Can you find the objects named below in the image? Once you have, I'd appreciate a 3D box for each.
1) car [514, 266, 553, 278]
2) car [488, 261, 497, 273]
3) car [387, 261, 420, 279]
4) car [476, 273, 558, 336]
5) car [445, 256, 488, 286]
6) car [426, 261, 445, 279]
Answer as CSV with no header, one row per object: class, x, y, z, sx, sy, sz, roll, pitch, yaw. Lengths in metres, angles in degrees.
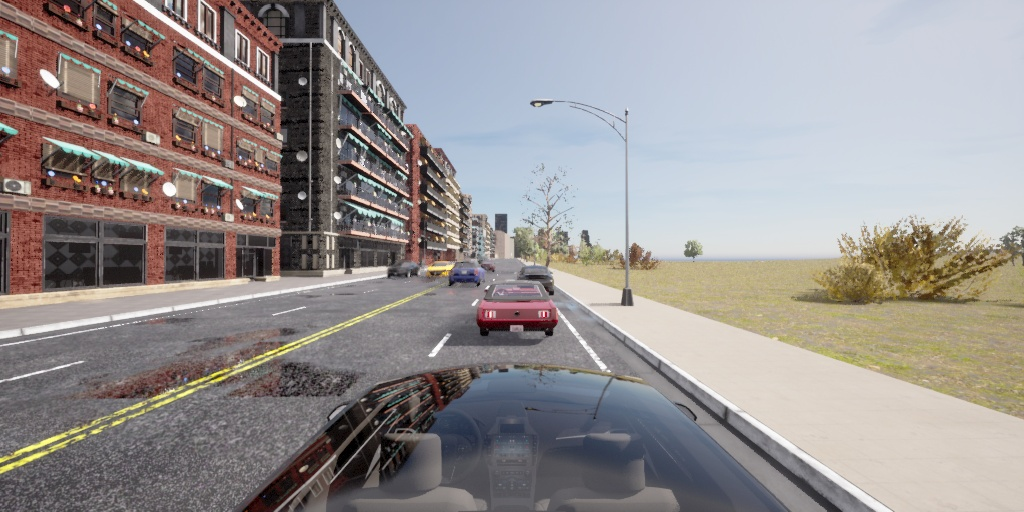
car,1.198,1.257,19.537,1.837,1.490,4.892,0,0,0
car,-3.001,1.277,44.438,1.812,1.442,4.674,0,0,0
car,-9.746,1.230,32.529,1.882,1.535,5.008,0,0,0
car,0.128,1.352,10.336,1.895,1.301,4.718,0,0,0
car,-3.069,1.106,25.210,2.097,1.767,4.553,0,0,0
car,-6.494,1.230,32.932,1.882,1.535,5.008,0,0,0
